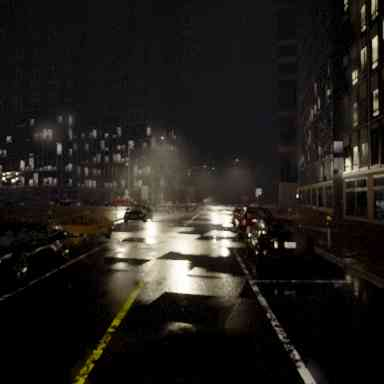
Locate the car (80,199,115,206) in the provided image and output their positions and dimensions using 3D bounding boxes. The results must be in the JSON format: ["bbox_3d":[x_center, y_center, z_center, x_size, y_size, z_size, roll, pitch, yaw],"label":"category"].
[{"bbox_3d":[-15.256,1.809,53.783,4.313,1.339,1.947,0,-1,15],"label":"car"}]

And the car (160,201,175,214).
[{"bbox_3d":[-3.000,1.688,37.085,2.008,1.369,4.403,1,0,7],"label":"car"}]

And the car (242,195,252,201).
[{"bbox_3d":[12.569,1.630,75.985,2.192,1.841,5.009,1,0,15],"label":"car"}]

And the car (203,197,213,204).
[{"bbox_3d":[3.569,1.859,73.741,1.752,1.417,4.829,1,0,14],"label":"car"}]

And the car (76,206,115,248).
[{"bbox_3d":[-4.891,1.578,15.228,1.752,1.417,4.829,1,0,3],"label":"car"}]

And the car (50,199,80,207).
[{"bbox_3d":[-20.649,1.834,55.262,4.403,1.369,2.008,0,-1,15],"label":"car"}]

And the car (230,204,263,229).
[{"bbox_3d":[3.655,1.615,23.147,1.887,1.381,4.507,1,0,5],"label":"car"}]

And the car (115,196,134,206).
[{"bbox_3d":[-13.179,1.728,61.388,5.009,1.841,2.192,0,-1,15],"label":"car"}]

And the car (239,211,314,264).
[{"bbox_3d":[2.976,1.601,11.837,1.947,1.339,4.313,1,0,2],"label":"car"}]

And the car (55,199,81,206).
[{"bbox_3d":[-23.969,2.043,64.342,4.403,1.369,2.008,0,-1,15],"label":"car"}]

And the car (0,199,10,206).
[{"bbox_3d":[-40.155,2.161,68.780,4.403,1.369,2.008,0,-1,15],"label":"car"}]

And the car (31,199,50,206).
[{"bbox_3d":[-29.529,2.058,65.867,4.829,1.417,1.752,0,-1,15],"label":"car"}]

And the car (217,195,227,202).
[{"bbox_3d":[8.126,1.755,89.832,2.192,1.841,5.009,1,0,16],"label":"car"}]

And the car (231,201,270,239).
[{"bbox_3d":[3.268,1.493,17.518,1.967,1.590,4.097,1,0,4],"label":"car"}]

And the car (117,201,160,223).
[{"bbox_3d":[-4.126,1.644,26.328,2.008,1.369,4.403,1,0,5],"label":"car"}]

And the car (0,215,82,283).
[{"bbox_3d":[-5.121,1.600,9.905,1.947,1.339,4.313,1,0,2],"label":"car"}]

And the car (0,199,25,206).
[{"bbox_3d":[-31.434,1.912,58.220,4.403,1.369,2.008,0,-1,15],"label":"car"}]
